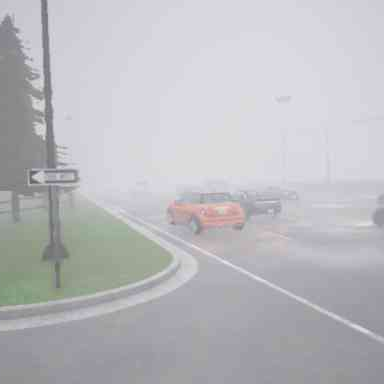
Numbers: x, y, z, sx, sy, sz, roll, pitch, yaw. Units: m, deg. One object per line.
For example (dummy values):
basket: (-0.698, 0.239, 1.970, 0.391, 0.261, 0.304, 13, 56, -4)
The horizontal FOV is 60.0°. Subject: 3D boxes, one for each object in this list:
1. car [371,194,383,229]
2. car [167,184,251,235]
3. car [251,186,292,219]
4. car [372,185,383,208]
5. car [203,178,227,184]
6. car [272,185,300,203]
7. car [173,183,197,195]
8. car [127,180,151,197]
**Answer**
car: (8.909, 0.779, 12.269, 1.994, 1.385, 4.181, -3, 3, -21)
car: (0.399, 0.693, 14.767, 2.097, 1.767, 4.553, -3, 3, -21)
car: (2.848, 0.621, 18.107, 2.128, 1.511, 4.902, -3, 2, -21)
car: (13.442, 0.296, 19.838, 1.812, 1.442, 4.674, -3, 2, -21)
car: (2.927, -0.866, 46.512, 2.150, 2.045, 5.566, -3, 2, -21)
car: (6.824, 0.165, 27.105, 1.812, 1.442, 4.674, -3, 2, -21)
car: (-1.096, -0.479, 47.221, 1.812, 1.442, 4.674, -3, 2, -21)
car: (-6.844, -0.437, 42.689, 2.150, 2.045, 5.566, -3, 2, -21)
